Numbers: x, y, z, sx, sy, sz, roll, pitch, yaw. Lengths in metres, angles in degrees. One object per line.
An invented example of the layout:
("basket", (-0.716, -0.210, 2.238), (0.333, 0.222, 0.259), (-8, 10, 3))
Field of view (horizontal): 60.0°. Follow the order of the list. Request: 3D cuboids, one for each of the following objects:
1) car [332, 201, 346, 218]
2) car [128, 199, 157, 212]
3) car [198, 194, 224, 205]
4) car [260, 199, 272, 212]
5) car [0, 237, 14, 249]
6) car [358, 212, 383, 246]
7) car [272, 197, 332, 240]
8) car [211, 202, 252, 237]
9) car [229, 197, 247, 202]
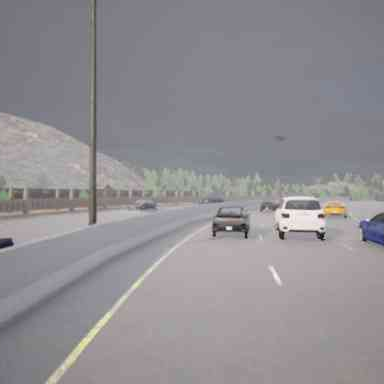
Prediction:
("car", (13.710, 1.571, 32.032), (1.882, 1.535, 5.008), (0, 0, 22))
("car", (-5.850, 1.541, 40.066), (1.812, 1.442, 4.674), (0, 0, 23))
("car", (2.951, 1.290, 50.249), (2.150, 2.045, 5.566), (0, -1, 29))
("car", (9.485, 1.587, 39.690), (1.837, 1.490, 4.892), (0, 0, 25))
("car", (-6.602, 1.580, 8.017), (1.895, 1.301, 4.718), (0, 0, 5))
("car", (8.432, 1.529, 13.614), (1.882, 1.535, 5.008), (0, 0, 9))
("car", (5.623, 1.265, 17.734), (2.150, 2.045, 5.566), (0, 0, 12))
("car", (2.222, 1.521, 18.231), (2.128, 1.511, 4.902), (0, 0, 11))
("car", (6.984, 1.589, 50.224), (1.837, 1.490, 4.892), (0, -1, 31))
